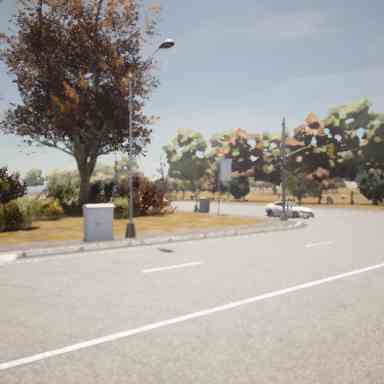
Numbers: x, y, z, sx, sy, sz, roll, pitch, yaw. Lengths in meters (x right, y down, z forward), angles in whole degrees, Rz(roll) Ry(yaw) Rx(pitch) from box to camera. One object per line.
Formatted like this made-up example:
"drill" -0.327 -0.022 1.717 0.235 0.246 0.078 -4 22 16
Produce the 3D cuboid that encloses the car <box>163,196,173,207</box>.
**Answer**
"car" -4.673 1.242 49.027 2.097 1.767 4.553 0 0 -33

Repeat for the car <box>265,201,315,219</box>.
"car" 8.287 1.504 28.592 1.812 1.442 4.674 0 1 -32
